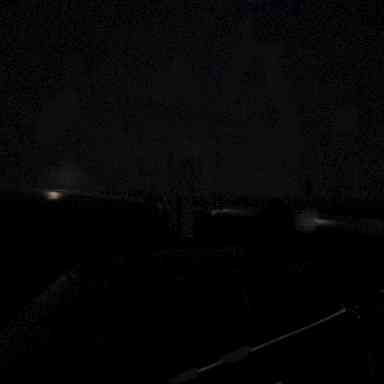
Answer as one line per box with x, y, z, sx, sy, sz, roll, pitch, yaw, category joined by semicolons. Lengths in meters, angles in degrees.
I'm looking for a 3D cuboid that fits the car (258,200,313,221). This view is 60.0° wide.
7.120;1.316;25.626;1.994;1.385;4.181;-2;3;-34;car

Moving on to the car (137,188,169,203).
-4.563;0.574;42.183;2.128;1.511;4.902;-3;3;-35;car

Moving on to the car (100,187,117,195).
-15.958;-0.241;63.428;1.837;1.490;4.892;-3;3;-35;car

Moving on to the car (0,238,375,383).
-0.519;1.362;2.690;4.553;1.767;2.097;1;0;-36;car

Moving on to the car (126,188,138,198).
-8.880;0.118;53.399;1.837;1.490;4.892;-3;3;-35;car

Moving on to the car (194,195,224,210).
1.326;0.983;33.821;1.994;1.385;4.181;-3;3;-35;car
